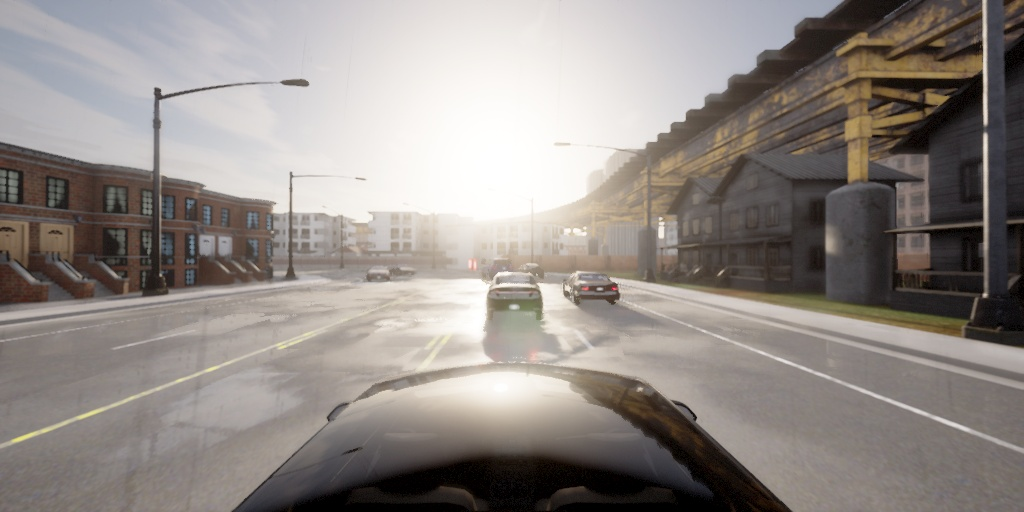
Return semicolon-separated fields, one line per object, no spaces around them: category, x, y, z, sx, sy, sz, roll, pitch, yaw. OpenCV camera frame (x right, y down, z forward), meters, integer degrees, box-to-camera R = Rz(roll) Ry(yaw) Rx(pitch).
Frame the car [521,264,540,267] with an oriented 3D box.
car;1.681;1.537;36.205;1.837;1.490;4.892;1;-1;-16

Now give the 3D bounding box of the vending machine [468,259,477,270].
vending machine;-6.381;1.404;57.967;0.880;2.100;1.100;0;0;39

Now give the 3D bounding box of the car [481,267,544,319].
car;0.084;1.336;13.198;2.128;1.511;4.902;0;0;0

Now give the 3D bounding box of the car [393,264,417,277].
car;-12.925;1.622;41.555;2.033;1.411;5.357;1;-1;-40

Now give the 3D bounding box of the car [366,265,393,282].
car;-11.829;1.522;31.980;1.812;1.442;4.674;1;-1;-20

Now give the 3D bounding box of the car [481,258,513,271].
car;-1.478;1.244;34.984;2.150;2.045;5.566;0;0;-16

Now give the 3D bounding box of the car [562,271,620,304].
car;3.598;1.423;17.146;2.033;1.411;5.357;0;0;0
